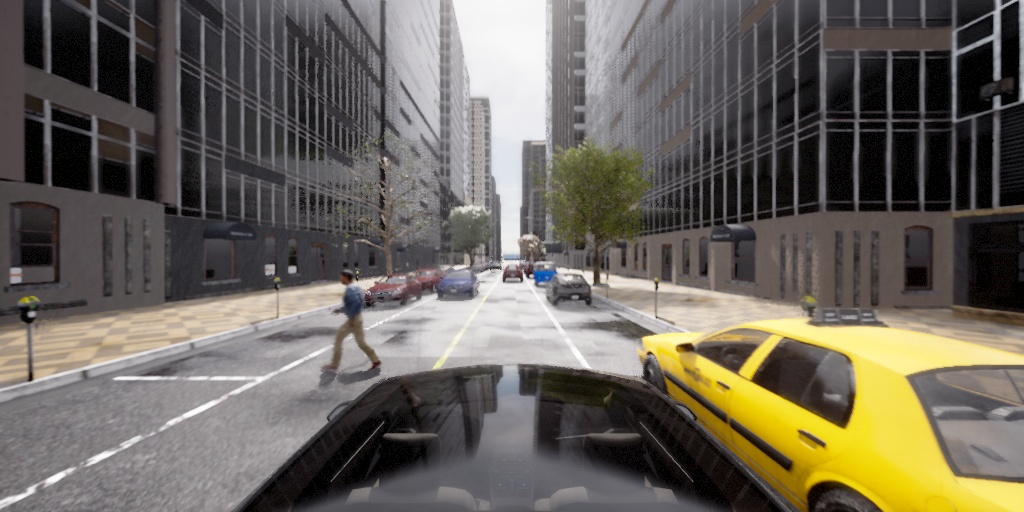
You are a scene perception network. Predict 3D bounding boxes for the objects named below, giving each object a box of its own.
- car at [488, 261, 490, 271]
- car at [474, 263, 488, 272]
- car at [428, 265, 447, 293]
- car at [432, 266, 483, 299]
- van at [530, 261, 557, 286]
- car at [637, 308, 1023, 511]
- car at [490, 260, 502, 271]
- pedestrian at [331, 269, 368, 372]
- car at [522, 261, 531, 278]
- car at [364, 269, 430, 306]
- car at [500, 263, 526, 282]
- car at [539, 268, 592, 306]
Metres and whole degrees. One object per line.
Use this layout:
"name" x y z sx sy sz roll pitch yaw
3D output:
"car" -5.326 1.966 61.816 1.802 1.307 4.207 0 0 0
"car" -5.325 1.874 56.167 2.007 1.370 4.403 0 0 0
"car" -5.321 1.509 22.279 1.888 1.381 4.507 0 0 0
"car" -2.840 1.463 19.680 1.812 1.442 4.674 0 -1 0
"van" 2.561 1.365 27.958 1.690 1.789 3.998 0 0 0
"car" 2.751 1.221 3.247 1.801 1.575 5.366 0 -1 0
"car" -2.760 1.660 62.097 2.097 1.767 4.553 0 -1 0
"pedestrian" -2.821 1.091 6.228 0.375 1.860 0.375 -1 0 0
"car" 2.559 1.458 39.255 2.192 1.841 5.009 0 0 0
"car" -5.318 1.487 16.630 1.802 1.307 4.207 0 0 0
"car" 0.085 1.613 33.848 1.812 1.442 4.674 0 -1 0
"car" 2.563 1.456 16.662 2.007 1.370 4.403 0 0 0
